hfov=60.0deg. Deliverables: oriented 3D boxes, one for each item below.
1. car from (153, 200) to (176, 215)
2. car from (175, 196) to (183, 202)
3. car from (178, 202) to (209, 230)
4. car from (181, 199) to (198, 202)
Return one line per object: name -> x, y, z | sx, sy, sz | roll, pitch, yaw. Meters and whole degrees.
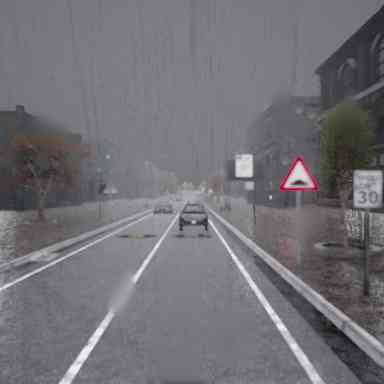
car -> -3.095, 1.810, 36.594 | 1.994, 1.385, 4.181 | 0, 0, 0
car -> -3.006, 1.663, 78.019 | 1.837, 1.490, 4.892 | 0, 0, 0
car -> 0.100, 1.632, 22.486 | 2.128, 1.511, 4.902 | 0, -1, 0
car -> 0.096, 1.762, 40.823 | 2.128, 1.511, 4.902 | 0, 0, 0
